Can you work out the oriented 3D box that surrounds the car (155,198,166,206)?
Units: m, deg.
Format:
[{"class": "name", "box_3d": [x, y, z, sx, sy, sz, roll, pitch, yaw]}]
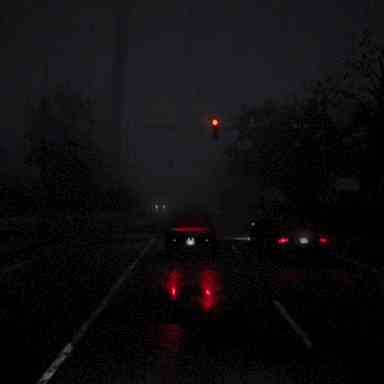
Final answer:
[{"class": "car", "box_3d": [-6.382, 1.951, 66.505, 1.812, 1.442, 4.674, 0, -1, -10]}]

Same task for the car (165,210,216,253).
[{"class": "car", "box_3d": [-0.037, 1.493, 13.673, 2.128, 1.511, 4.902, 0, 0, 0]}]

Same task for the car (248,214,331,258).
[{"class": "car", "box_3d": [3.452, 1.548, 12.724, 2.033, 1.411, 5.357, 0, 0, 0]}]
